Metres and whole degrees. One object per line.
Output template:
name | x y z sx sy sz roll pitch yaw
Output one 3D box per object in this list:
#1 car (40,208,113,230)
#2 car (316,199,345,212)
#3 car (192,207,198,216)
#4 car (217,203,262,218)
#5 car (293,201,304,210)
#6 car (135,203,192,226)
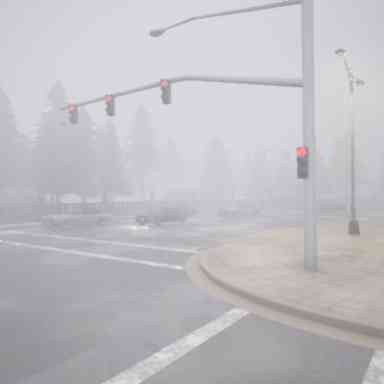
car | -7.990 1.807 23.279 1.895 1.301 4.718 -1 -1 38
car | 15.818 1.633 38.975 4.181 1.385 1.994 0 0 -21
car | -1.690 1.745 31.109 2.033 1.411 5.357 -1 -1 42
car | 4.620 1.741 32.395 4.718 1.301 1.895 0 -1 -40
car | 15.273 1.607 42.512 4.892 1.490 1.837 0 -1 -20
car | -2.259 1.721 24.877 1.994 1.385 4.181 -1 -1 39
